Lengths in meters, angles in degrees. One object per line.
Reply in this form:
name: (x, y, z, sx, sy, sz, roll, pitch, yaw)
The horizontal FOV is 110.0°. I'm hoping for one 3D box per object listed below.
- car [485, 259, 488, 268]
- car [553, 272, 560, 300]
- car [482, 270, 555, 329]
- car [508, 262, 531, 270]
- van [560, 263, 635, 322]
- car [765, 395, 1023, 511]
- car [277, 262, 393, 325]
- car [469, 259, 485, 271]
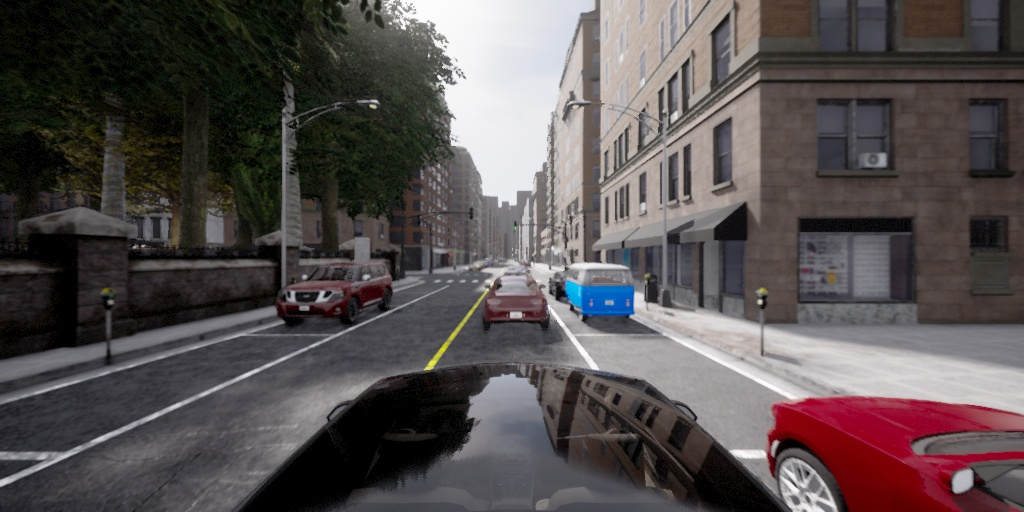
car: (-5.673, 1.597, 61.438, 2.007, 1.370, 4.403, 0, 0, 0)
car: (2.856, 1.402, 18.001, 1.948, 1.339, 4.313, 0, 0, 0)
car: (0.102, 1.327, 11.292, 1.812, 1.442, 4.674, 0, 0, 0)
car: (0.545, 1.432, 27.798, 2.033, 1.411, 5.357, 0, 0, 8)
van: (2.856, 1.148, 12.341, 1.690, 1.789, 3.998, 0, 0, 0)
car: (2.857, 1.291, 1.020, 1.888, 1.381, 4.507, 0, 0, 0)
car: (-5.669, 1.122, 12.300, 2.192, 1.841, 5.009, 0, 0, 0)
car: (-5.673, 1.544, 55.818, 1.751, 1.417, 4.829, 0, 0, 0)
